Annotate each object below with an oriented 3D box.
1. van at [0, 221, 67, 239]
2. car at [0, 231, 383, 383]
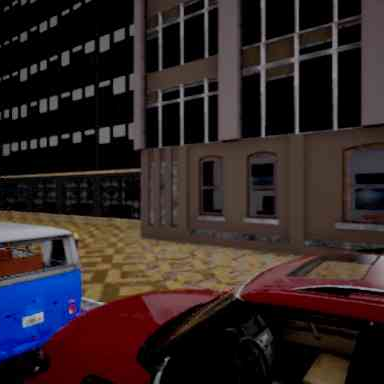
[{"bbox_3d":[-3.469,1.346,5.195,3.998,1.788,1.690,0,0,36],"label":"van"},{"bbox_3d":[1.055,1.315,1.966,5.009,1.841,2.192,0,0,36],"label":"car"}]
